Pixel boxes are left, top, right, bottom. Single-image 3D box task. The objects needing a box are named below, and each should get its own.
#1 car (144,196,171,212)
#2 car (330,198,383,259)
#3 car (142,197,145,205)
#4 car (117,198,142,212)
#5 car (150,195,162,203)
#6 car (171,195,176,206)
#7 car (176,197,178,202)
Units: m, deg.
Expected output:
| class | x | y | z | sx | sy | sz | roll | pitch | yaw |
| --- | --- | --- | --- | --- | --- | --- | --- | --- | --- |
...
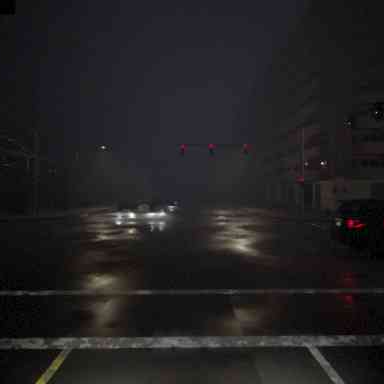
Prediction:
| class | x | y | z | sx | sy | sz | roll | pitch | yaw |
| --- | --- | --- | --- | --- | --- | --- | --- | --- | --- |
| car | -3.896 | 1.462 | 38.669 | 2.128 | 1.511 | 4.902 | 0 | 0 | 0 |
| car | 8.060 | 1.271 | 12.282 | 5.566 | 2.045 | 2.150 | 0 | 0 | -1 |
| car | -7.515 | 1.489 | 54.554 | 1.812 | 1.442 | 4.674 | 0 | 0 | 0 |
| car | -7.396 | 1.575 | 38.549 | 1.895 | 1.301 | 4.718 | 0 | 0 | 0 |
| car | -7.555 | 1.464 | 70.848 | 2.033 | 1.411 | 5.357 | 0 | 0 | 0 |
| car | -4.012 | 1.565 | 54.178 | 1.895 | 1.301 | 4.718 | 0 | 0 | 0 |
| car | -4.058 | 1.477 | 71.184 | 1.812 | 1.442 | 4.674 | 0 | 0 | 0 |
